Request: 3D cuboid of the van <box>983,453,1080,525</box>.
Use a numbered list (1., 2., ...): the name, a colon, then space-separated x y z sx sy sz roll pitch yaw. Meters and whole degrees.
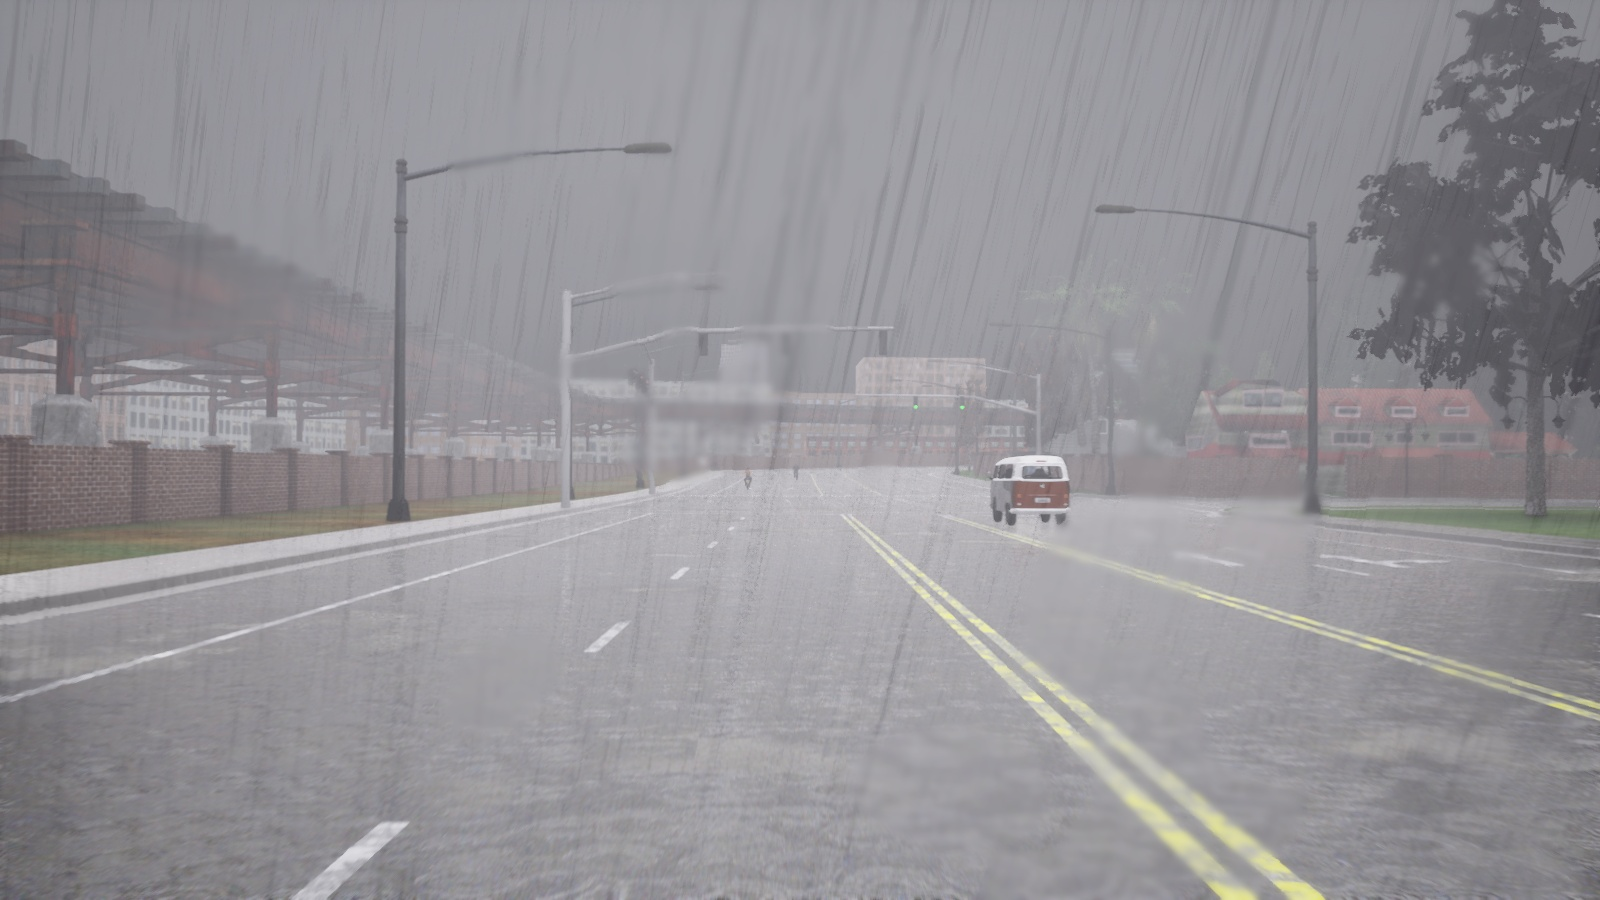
1. van: 6.904 1.145 37.901 2.069 2.038 4.480 0 -1 0
